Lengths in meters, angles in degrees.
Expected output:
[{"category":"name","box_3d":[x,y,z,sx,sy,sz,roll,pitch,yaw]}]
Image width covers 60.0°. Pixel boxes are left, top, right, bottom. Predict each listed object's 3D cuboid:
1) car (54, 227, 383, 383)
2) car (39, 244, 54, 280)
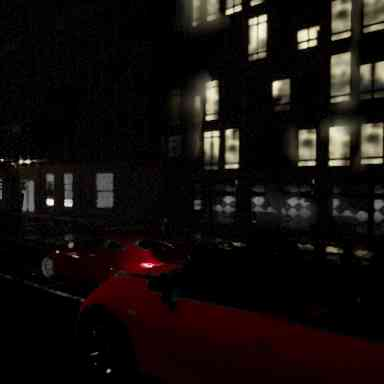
[{"category":"car","box_3d":[0.698,1.334,3.863,4.553,1.767,2.097,1,1,36]},{"category":"car","box_3d":[-1.899,1.505,7.924,4.206,1.307,1.802,1,1,36]}]
